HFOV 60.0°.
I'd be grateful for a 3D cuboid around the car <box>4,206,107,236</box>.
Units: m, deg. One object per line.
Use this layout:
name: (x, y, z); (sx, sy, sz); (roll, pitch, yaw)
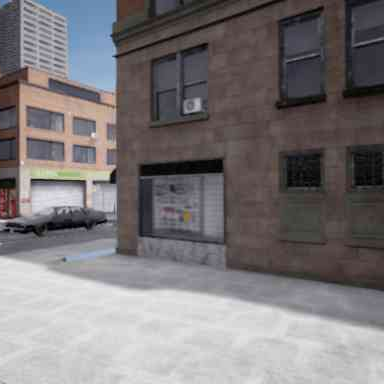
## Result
car: (-7.191, 1.471, 18.254); (2.033, 1.411, 5.357); (0, 0, 34)
